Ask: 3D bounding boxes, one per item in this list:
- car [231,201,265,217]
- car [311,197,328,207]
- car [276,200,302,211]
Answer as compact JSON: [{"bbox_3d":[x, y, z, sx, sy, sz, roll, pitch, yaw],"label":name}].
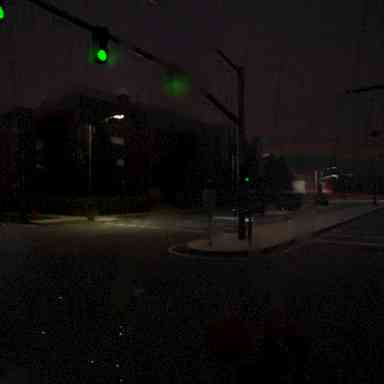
[{"bbox_3d":[5.690,1.620,32.772,1.812,1.442,4.674,0,0,36],"label":"car"},{"bbox_3d":[20.994,1.619,54.494,1.812,1.442,4.674,0,0,36],"label":"car"},{"bbox_3d":[12.259,1.695,42.113,1.895,1.301,4.718,0,0,35],"label":"car"}]
